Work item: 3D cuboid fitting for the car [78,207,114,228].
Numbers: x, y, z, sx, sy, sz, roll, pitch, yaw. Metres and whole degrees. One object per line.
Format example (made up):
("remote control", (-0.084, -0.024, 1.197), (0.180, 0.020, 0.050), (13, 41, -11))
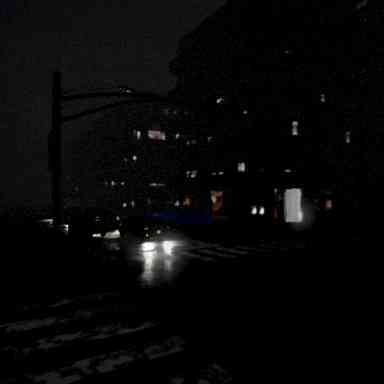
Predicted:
("car", (-7.610, 2.122, 27.564), (2.097, 1.767, 4.553), (0, -2, -33))

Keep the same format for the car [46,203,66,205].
("car", (-23.526, 2.900, 58.137), (2.150, 2.045, 5.566), (0, -2, -33))

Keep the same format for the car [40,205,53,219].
("car", (-18.705, 2.854, 44.850), (2.033, 1.411, 5.357), (0, -2, -32))

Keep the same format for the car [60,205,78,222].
("car", (-13.042, 2.509, 35.987), (1.882, 1.535, 5.008), (0, -2, -33))

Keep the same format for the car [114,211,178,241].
("car", (-2.930, 2.107, 20.320), (1.994, 1.385, 4.181), (0, -2, -33))

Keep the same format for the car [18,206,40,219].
("car", (-22.136, 2.940, 45.343), (1.802, 1.307, 4.206), (-1, -1, -33))

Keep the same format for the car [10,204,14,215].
("car", (-28.207, 3.202, 54.755), (2.008, 1.369, 4.403), (-1, -1, -33))

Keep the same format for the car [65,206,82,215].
("car", (-21.270, 3.207, 59.399), (1.752, 1.417, 4.829), (-1, -1, -33))

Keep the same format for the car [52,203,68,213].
("car", (-27.254, 3.286, 68.671), (2.192, 1.841, 5.009), (-1, -1, -33))

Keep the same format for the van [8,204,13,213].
("van", (-31.248, 3.139, 59.465), (1.690, 1.788, 3.998), (-1, -1, -33))

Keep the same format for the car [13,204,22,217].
("car", (-25.174, 2.945, 50.051), (1.967, 1.590, 4.097), (-1, -1, -33))

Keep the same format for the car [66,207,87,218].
("car", (-16.487, 2.864, 47.233), (1.812, 1.442, 4.674), (0, -2, -33))

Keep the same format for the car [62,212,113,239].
("car", (-6.957, 2.207, 21.812), (1.802, 1.307, 4.206), (-1, -1, -33))

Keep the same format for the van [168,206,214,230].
("van", (0.068, 1.992, 26.316), (1.690, 1.788, 3.998), (-1, -1, -33))

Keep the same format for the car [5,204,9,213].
("car", (-37.339, 3.407, 68.864), (2.192, 1.841, 5.009), (-1, -1, -33))

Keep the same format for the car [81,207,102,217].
("car", (-15.105, 2.966, 49.843), (1.802, 1.307, 4.206), (-1, -1, -33))

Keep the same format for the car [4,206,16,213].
("car", (-40.384, 3.790, 73.558), (2.008, 1.369, 4.403), (-1, -1, -33))

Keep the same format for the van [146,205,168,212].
("van", (-2.968, 2.139, 31.023), (1.690, 1.788, 3.998), (-1, -1, -33))
